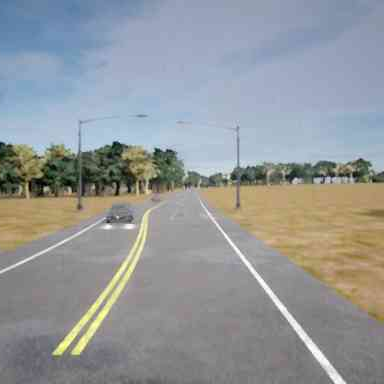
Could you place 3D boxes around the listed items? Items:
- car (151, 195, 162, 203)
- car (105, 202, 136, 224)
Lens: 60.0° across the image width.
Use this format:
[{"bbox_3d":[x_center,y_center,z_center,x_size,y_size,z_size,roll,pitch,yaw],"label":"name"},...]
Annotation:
[{"bbox_3d":[-7.012,1.245,66.052,1.882,1.535,5.008,0,1,0],"label":"car"},{"bbox_3d":[-5.403,1.533,25.415,1.837,1.490,4.892,0,0,-7],"label":"car"}]
